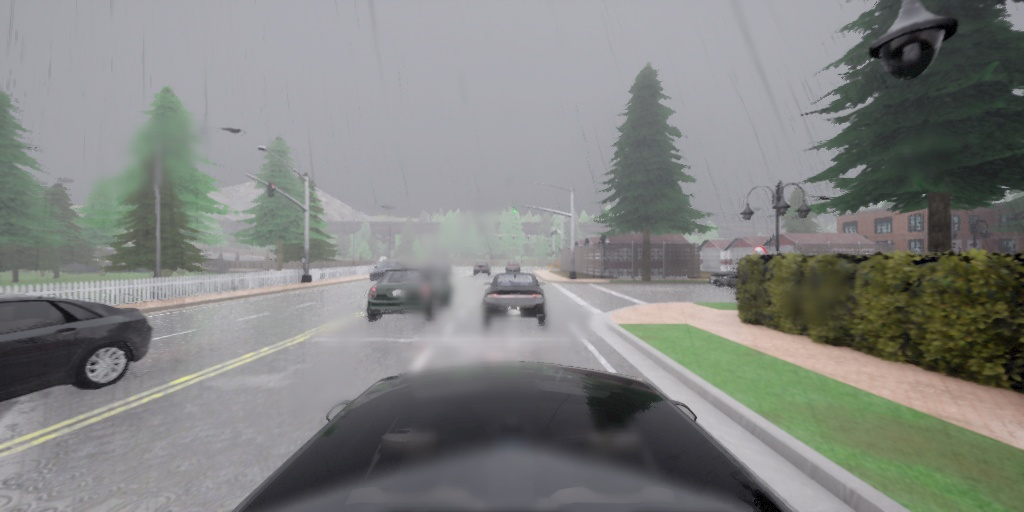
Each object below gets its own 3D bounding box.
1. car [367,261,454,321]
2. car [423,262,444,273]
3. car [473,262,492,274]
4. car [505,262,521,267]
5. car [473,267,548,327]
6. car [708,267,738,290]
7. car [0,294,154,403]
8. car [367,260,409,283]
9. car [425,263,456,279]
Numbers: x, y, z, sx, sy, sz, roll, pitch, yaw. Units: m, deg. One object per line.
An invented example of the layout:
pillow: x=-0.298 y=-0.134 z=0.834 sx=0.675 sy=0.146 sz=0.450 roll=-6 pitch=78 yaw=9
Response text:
car: x=-3.400 y=1.157 z=12.881 sx=2.097 sy=1.767 sz=4.553 roll=0 pitch=0 yaw=0
car: x=-10.481 y=1.498 z=48.210 sx=1.895 sy=1.301 sz=4.718 roll=0 pitch=0 yaw=0
car: x=-3.384 y=1.454 z=41.238 sx=1.837 sy=1.490 sz=4.892 roll=0 pitch=0 yaw=0
car: x=0.132 y=1.459 z=44.864 sx=2.128 sy=1.511 sz=4.902 roll=0 pitch=0 yaw=1
car: x=0.099 y=1.293 z=11.828 sx=2.128 sy=1.511 sz=4.902 roll=0 pitch=0 yaw=0
car: x=14.991 y=1.307 z=22.536 sx=4.902 sy=1.511 sz=2.128 roll=0 pitch=0 yaw=-1
car: x=-7.099 y=1.267 z=4.100 sx=1.837 sy=1.490 sz=4.892 roll=0 pitch=0 yaw=0
car: x=-10.581 y=1.250 z=30.954 sx=2.097 sy=1.767 sz=4.553 roll=0 pitch=0 yaw=0
car: x=-7.073 y=1.471 z=36.084 sx=2.033 sy=1.411 sz=5.357 roll=0 pitch=0 yaw=0
